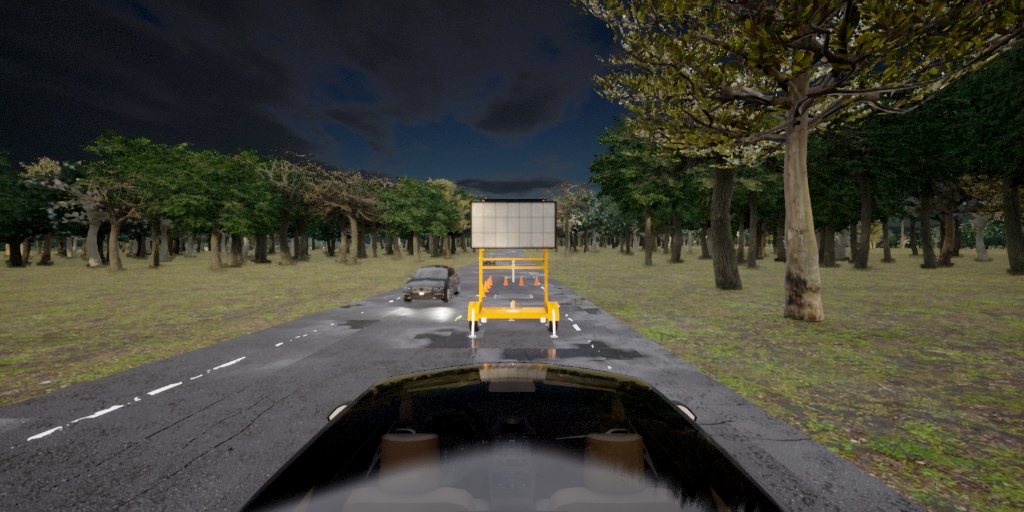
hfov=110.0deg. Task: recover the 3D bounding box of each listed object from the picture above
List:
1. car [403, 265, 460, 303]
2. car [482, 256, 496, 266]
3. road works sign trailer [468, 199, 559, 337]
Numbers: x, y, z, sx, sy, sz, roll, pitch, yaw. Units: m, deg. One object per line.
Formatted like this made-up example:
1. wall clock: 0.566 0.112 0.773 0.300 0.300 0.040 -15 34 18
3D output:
1. car: -3.533 1.200 16.459 1.837 1.490 4.892 0 0 0
2. car: -3.289 0.732 50.753 1.994 1.385 4.181 0 1 0
3. road works sign trailer: 0.042 0.198 10.177 2.380 3.560 2.880 0 0 0
